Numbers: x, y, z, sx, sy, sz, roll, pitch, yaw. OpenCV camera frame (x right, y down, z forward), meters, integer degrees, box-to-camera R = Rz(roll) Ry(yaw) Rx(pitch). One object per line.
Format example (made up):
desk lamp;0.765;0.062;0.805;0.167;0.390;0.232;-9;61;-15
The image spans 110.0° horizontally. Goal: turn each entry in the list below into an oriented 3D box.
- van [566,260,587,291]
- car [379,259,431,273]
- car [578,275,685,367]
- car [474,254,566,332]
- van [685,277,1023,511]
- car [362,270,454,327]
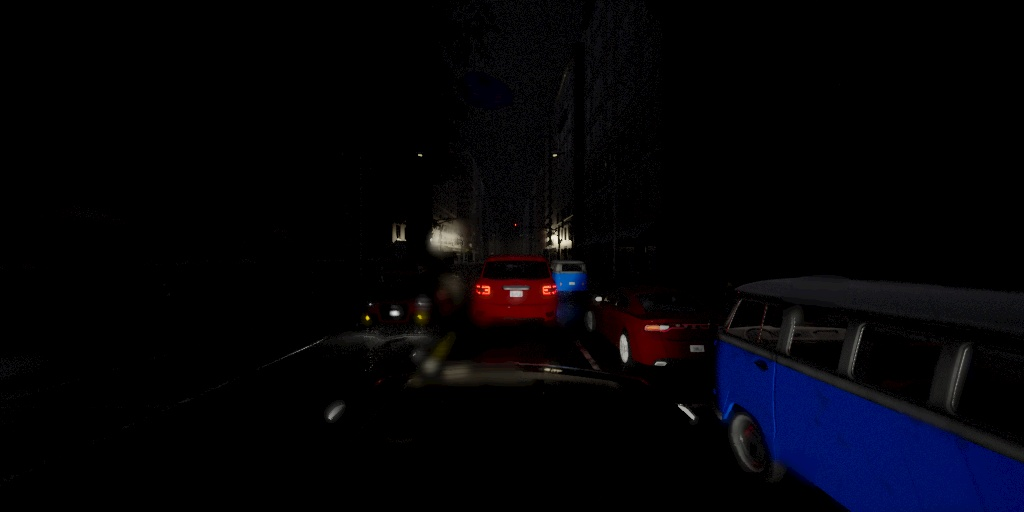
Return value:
van;2.890;1.086;19.089;1.690;1.789;3.998;0;0;0
car;-5.635;1.060;19.066;2.192;1.841;5.009;0;0;0
car;2.867;1.294;7.768;1.888;1.381;4.507;0;0;0
car;0.119;0.970;10.991;2.150;2.045;5.566;0;0;0
van;2.856;1.091;2.107;1.690;1.789;3.998;0;0;0
car;-3.077;1.312;11.384;1.994;1.385;4.181;0;0;0
